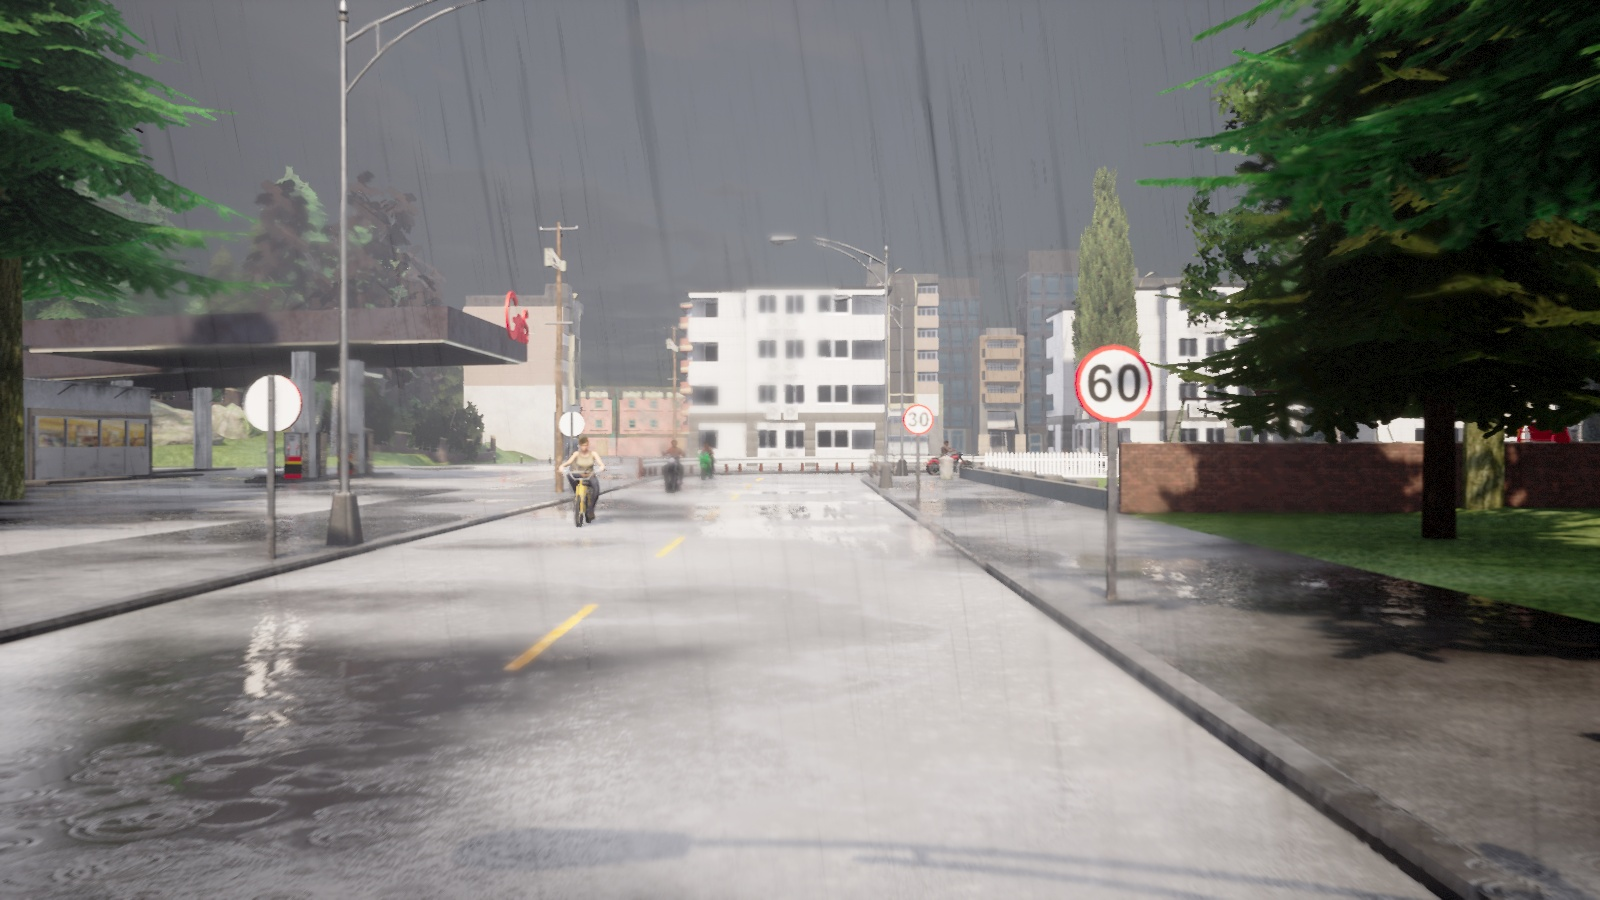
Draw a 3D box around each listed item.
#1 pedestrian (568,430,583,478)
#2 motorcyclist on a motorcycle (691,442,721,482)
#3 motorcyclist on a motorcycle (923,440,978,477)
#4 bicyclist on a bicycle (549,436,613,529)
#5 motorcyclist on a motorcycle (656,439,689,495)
[{"bbox_3d":[-9.139,0.161,51.123,0.423,1.949,0.788,0,0,5],"label":"pedestrian"},{"bbox_3d":[-3.677,0.448,49.318,0.797,1.523,2.044,1,0,7],"label":"motorcyclist on a motorcycle"},{"bbox_3d":[6.801,0.384,56.630,2.350,1.649,0.766,0,0,-18],"label":"motorcyclist on a motorcycle"},{"bbox_3d":[-3.885,0.554,22.391,0.866,1.612,1.509,0,0,0],"label":"bicyclist on a bicycle"},{"bbox_3d":[-3.815,0.481,37.732,0.766,1.649,2.350,0,0,0],"label":"motorcyclist on a motorcycle"}]
